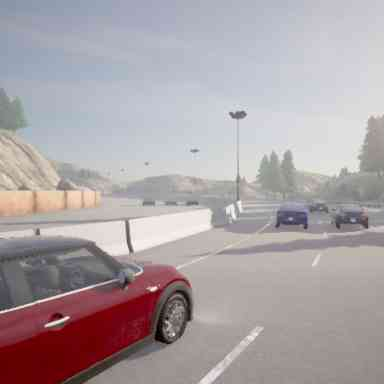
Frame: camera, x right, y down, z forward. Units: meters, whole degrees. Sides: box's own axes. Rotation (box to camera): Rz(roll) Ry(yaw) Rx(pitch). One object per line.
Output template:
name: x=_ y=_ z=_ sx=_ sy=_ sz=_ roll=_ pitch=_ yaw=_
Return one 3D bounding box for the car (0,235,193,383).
car: x=-1.878 y=1.351 z=4.284 sx=2.097 sy=1.767 sz=4.553 roll=0 pitch=0 yaw=33

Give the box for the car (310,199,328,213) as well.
car: x=13.517 y=1.510 z=36.320 sx=1.812 sy=1.442 sz=4.674 roll=0 pitch=0 yaw=8

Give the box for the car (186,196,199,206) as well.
car: x=0.053 y=1.460 z=53.197 sx=1.882 sy=1.535 sz=5.008 roll=0 pitch=0 yaw=-4

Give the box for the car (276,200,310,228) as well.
car: x=6.708 y=1.468 z=22.201 sx=1.882 sy=1.535 sz=5.008 roll=0 pitch=0 yaw=19

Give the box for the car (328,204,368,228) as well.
car: x=10.293 y=1.515 z=21.922 sx=1.812 sy=1.442 sz=4.674 roll=0 pitch=0 yaw=18

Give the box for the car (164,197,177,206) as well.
car: x=-3.531 y=1.529 z=54.722 sx=1.812 sy=1.442 sz=4.674 roll=0 pitch=0 yaw=-7

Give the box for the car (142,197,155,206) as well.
car: x=-6.999 y=1.554 z=54.160 sx=1.994 sy=1.385 sz=4.181 roll=0 pitch=0 yaw=-6
